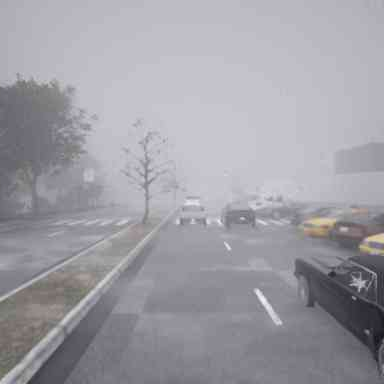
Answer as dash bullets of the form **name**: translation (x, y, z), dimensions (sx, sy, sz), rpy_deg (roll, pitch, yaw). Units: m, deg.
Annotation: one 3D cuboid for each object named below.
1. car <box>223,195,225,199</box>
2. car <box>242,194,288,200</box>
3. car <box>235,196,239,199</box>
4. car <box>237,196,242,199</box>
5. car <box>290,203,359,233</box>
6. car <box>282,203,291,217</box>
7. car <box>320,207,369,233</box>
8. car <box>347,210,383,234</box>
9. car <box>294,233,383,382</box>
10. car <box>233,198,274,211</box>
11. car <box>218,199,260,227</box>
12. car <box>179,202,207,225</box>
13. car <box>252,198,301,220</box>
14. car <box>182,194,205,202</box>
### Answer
- **car**: translation (7.836, 1.619, 49.410), dimensions (5.366, 1.575, 1.946), rpy_deg (1, 0, -20)
- **car**: translation (8.060, 1.275, 31.599), dimensions (5.566, 2.045, 2.435), rpy_deg (1, 0, -20)
- **car**: translation (8.194, 1.570, 40.596), dimensions (5.366, 1.575, 1.946), rpy_deg (1, -1, -20)
- **car**: translation (8.017, 1.555, 37.548), dimensions (4.892, 1.521, 2.231), rpy_deg (1, -1, -20)
- **car**: translation (7.877, 1.493, 16.607), dimensions (5.366, 1.575, 1.946), rpy_deg (1, 0, -20)
- **car**: translation (8.042, 1.540, 19.656), dimensions (4.674, 1.452, 2.002), rpy_deg (1, 0, -20)
- **car**: translation (8.080, 1.531, 13.703), dimensions (4.792, 1.488, 2.163), rpy_deg (1, 0, -20)
- **car**: translation (7.884, 1.498, 10.641), dimensions (5.366, 1.575, 1.946), rpy_deg (1, 0, -20)
- **car**: translation (3.094, 1.613, 5.024), dimensions (1.895, 1.301, 4.718), rpy_deg (0, 0, 0)
- **car**: translation (8.042, 1.618, 43.525), dimensions (4.792, 1.488, 2.163), rpy_deg (1, -1, -20)
- **car**: translation (3.072, 1.489, 22.839), dimensions (1.882, 1.535, 5.008), rpy_deg (0, 0, 0)
- **car**: translation (0.070, 1.614, 24.439), dimensions (1.895, 1.301, 4.718), rpy_deg (0, 0, 0)
- **car**: translation (8.045, 1.518, 28.597), dimensions (4.892, 1.521, 2.231), rpy_deg (1, 0, -20)
- **car**: translation (0.052, 1.297, 39.865), dimensions (2.150, 2.045, 5.566), rpy_deg (0, 0, 0)
